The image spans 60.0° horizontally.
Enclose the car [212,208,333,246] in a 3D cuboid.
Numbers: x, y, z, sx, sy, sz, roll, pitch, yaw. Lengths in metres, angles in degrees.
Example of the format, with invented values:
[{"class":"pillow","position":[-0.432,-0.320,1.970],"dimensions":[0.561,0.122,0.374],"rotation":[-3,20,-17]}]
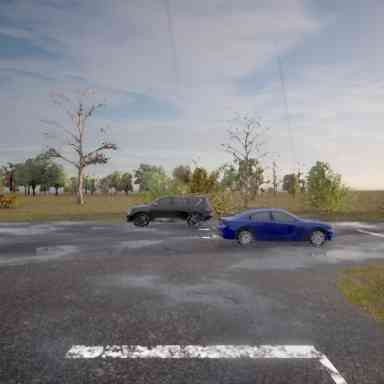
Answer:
[{"class":"car","position":[3.606,1.489,14.740],"dimensions":[5.008,1.535,1.882],"rotation":[0,0,-1]}]

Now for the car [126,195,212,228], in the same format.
[{"class":"car","position":[-1.416,1.228,21.640],"dimensions":[5.566,2.045,2.150],"rotation":[0,0,-1]}]
